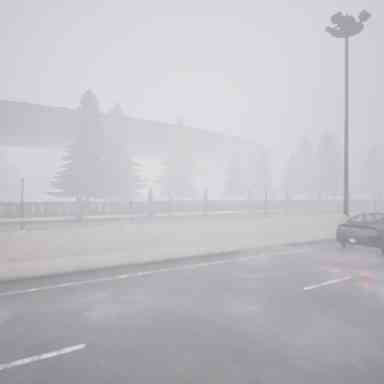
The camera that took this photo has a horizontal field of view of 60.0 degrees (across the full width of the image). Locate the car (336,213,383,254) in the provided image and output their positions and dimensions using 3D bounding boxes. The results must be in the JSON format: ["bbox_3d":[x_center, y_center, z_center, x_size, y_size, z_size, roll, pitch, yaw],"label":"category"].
[{"bbox_3d":[7.988,1.626,13.856,4.902,1.511,2.128,1,0,-35],"label":"car"}]
